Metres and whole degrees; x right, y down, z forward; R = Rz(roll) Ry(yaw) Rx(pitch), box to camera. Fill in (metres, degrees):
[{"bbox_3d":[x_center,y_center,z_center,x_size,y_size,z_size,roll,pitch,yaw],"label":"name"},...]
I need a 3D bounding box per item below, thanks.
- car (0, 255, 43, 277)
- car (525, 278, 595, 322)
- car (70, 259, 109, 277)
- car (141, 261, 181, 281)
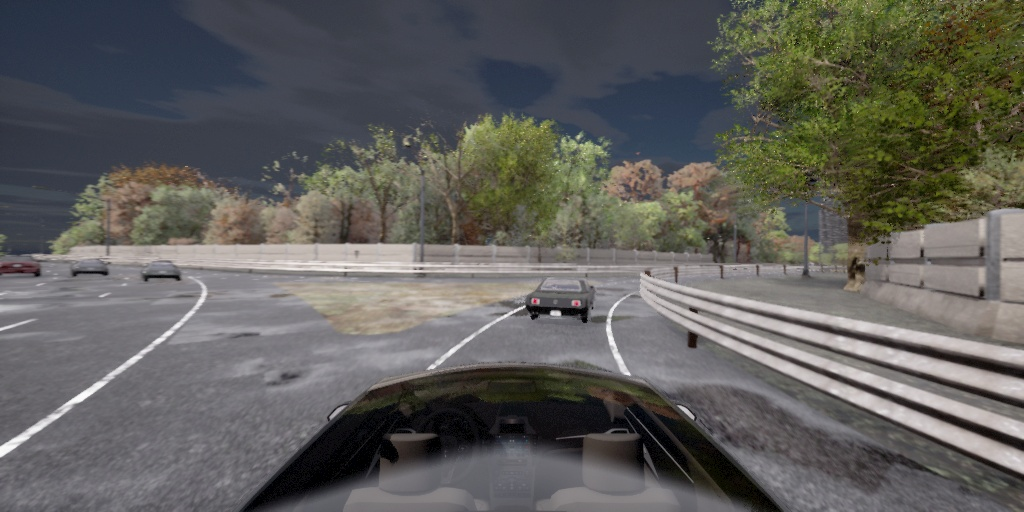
[{"bbox_3d":[-37.985,0.695,27.636,4.553,1.767,2.097,1,0,38],"label":"car"},{"bbox_3d":[1.905,1.410,12.691,1.895,1.301,4.718,1,0,16],"label":"car"},{"bbox_3d":[-34.988,0.951,29.736,4.181,1.385,1.994,1,0,39],"label":"car"},{"bbox_3d":[-25.519,1.062,26.099,4.181,1.385,1.994,1,0,43],"label":"car"}]
